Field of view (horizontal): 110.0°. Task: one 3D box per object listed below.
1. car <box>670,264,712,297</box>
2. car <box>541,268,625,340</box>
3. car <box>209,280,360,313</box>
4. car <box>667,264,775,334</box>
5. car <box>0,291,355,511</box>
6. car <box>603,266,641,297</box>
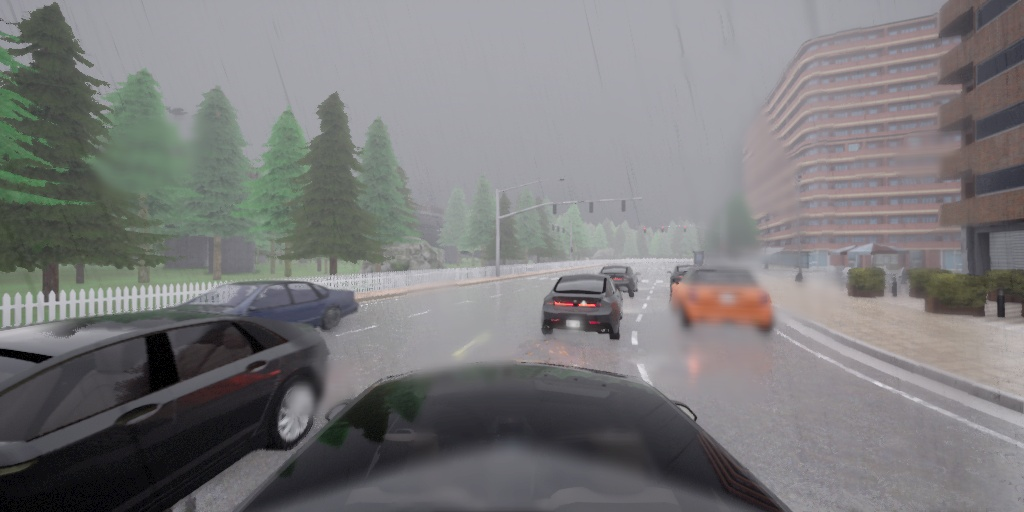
[{"bbox_3d":[9.905,1.249,20.166,1.837,1.490,4.892,0,0,23],"label":"car"},{"bbox_3d":[2.129,1.252,10.132,1.837,1.490,4.892,0,0,18],"label":"car"},{"bbox_3d":[-5.973,1.296,8.512,2.033,1.411,5.357,0,0,13],"label":"car"},{"bbox_3d":[6.129,1.099,10.959,2.097,1.767,4.553,0,0,20],"label":"car"},{"bbox_3d":[-3.298,1.255,2.470,1.837,1.490,4.892,-1,0,5],"label":"car"},{"bbox_3d":[5.567,1.249,18.894,1.837,1.490,4.892,0,0,23],"label":"car"}]
